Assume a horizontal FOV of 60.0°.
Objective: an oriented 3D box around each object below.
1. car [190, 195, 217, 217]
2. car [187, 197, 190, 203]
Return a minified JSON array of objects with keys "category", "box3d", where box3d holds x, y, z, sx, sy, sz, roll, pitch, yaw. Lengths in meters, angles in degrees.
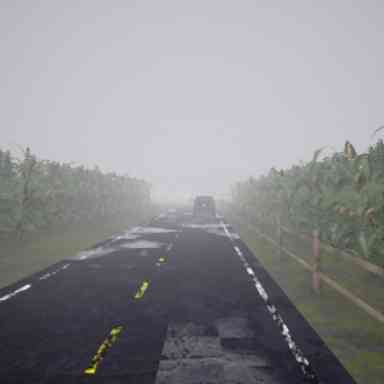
[{"category":"car","box3d":[1.240,1.355,32.906,2.150,2.045,5.566,1,0,3]},{"category":"car","box3d":[-0.009,1.849,74.420,1.994,1.385,4.181,1,0,2]}]
